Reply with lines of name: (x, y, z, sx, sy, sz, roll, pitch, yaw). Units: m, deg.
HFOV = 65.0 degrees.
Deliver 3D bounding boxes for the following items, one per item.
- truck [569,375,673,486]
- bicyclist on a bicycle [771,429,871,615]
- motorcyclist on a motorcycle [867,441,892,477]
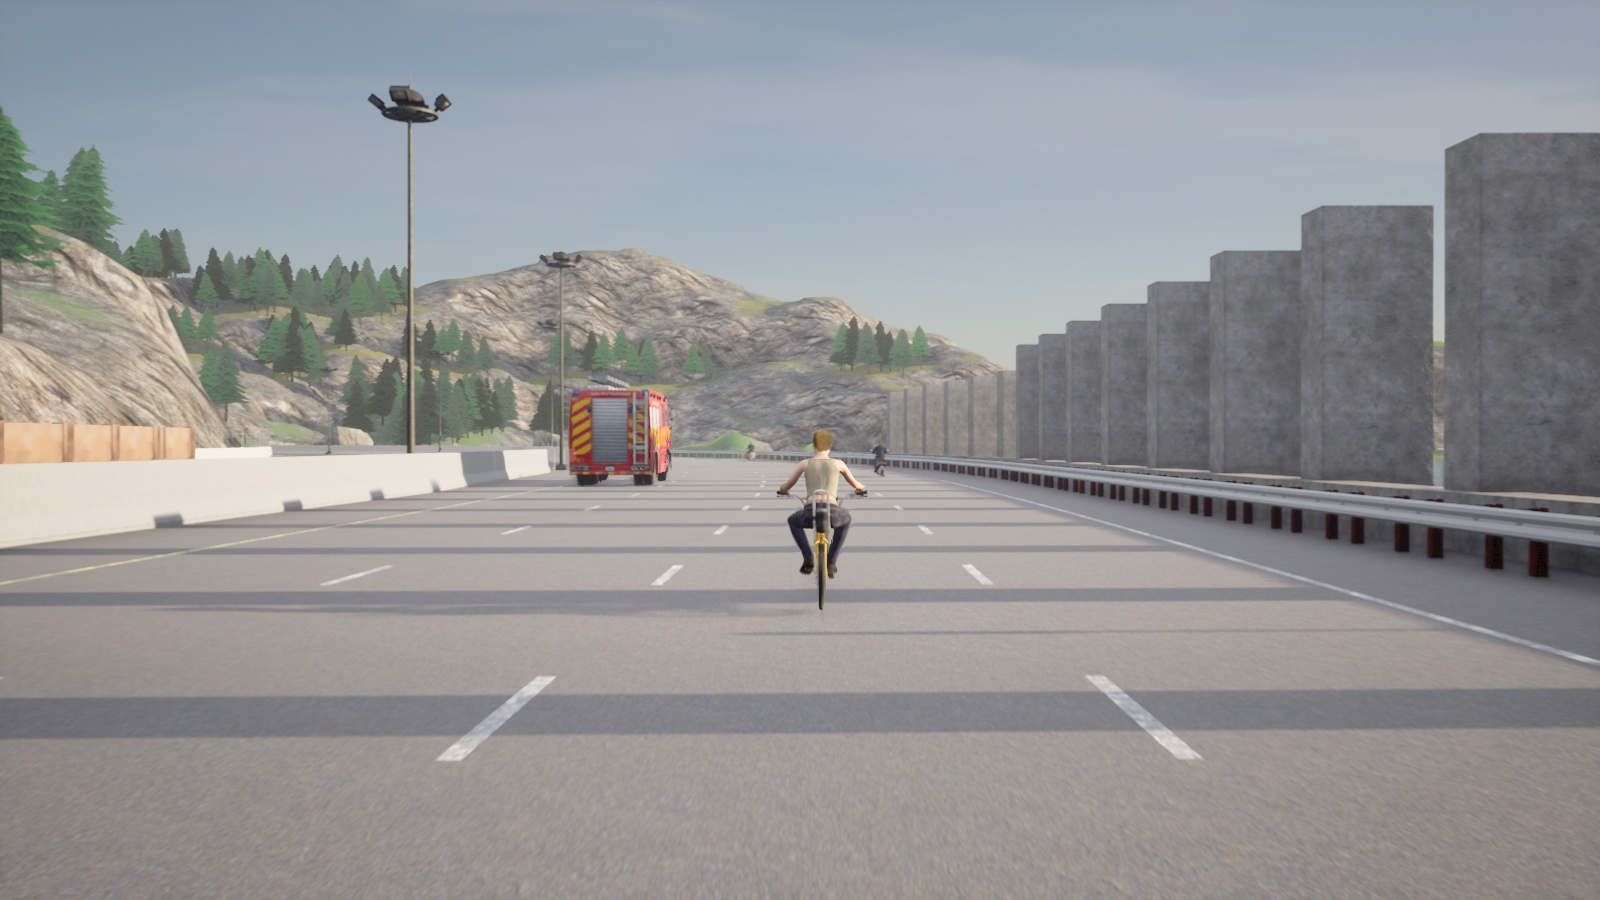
truck: (-6.634, -0.694, 47.728, 2.891, 3.827, 8.468, 0, 0, -1)
bicyclist on a bicycle: (0.199, 0.618, 11.602, 0.866, 1.612, 1.509, 0, 0, 1)
motorcyclist on a motorcycle: (3.544, 0.386, 56.157, 0.866, 1.590, 1.817, -1, 0, -3)
